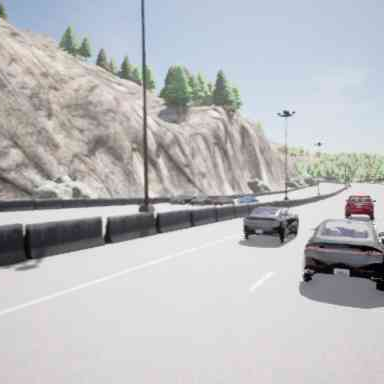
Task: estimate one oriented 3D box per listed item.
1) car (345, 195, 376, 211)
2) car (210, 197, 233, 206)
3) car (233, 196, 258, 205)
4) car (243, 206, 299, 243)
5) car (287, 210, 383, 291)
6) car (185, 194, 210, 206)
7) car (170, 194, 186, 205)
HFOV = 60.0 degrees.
[{"bbox_3d":[14.465,1.238,28.666,2.150,2.045,5.566,1,0,28],"label":"car"},{"bbox_3d":[4.669,1.409,47.930,1.994,1.385,4.181,1,0,28],"label":"car"},{"bbox_3d":[7.772,1.363,46.309,1.882,1.535,5.008,1,0,28],"label":"car"},{"bbox_3d":[3.935,1.451,16.077,2.128,1.511,4.902,1,0,28],"label":"car"},{"bbox_3d":[4.301,1.492,9.220,2.128,1.511,4.902,1,0,28],"label":"car"},{"bbox_3d":[1.567,1.344,49.551,2.033,1.411,5.357,1,0,28],"label":"car"},{"bbox_3d":[-1.520,1.126,51.196,2.097,1.767,4.553,1,0,28],"label":"car"}]
